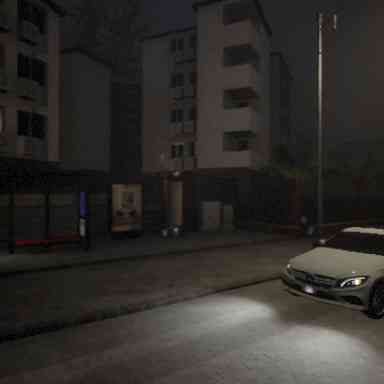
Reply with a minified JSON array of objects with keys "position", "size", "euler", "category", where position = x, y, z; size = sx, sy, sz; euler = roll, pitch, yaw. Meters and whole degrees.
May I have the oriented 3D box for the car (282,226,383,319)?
[{"position":[4.054,1.523,7.467],"size":[4.674,1.442,1.812],"euler":[0,0,-35],"category":"car"}]
